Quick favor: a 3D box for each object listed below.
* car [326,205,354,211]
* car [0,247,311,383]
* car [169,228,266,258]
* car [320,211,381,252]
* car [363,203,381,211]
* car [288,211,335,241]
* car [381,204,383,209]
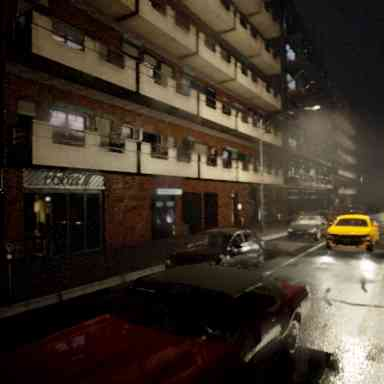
[{"bbox_3d":[13.070,2.059,29.201,2.192,1.841,5.009,-2,-2,33],"label":"car"},{"bbox_3d":[-0.041,1.723,4.080,1.895,1.301,4.718,-1,-2,33],"label":"car"},{"bbox_3d":[0.922,1.842,10.372,2.008,1.369,4.403,-2,-2,33],"label":"car"},{"bbox_3d":[7.936,1.891,16.259,1.882,1.535,5.008,-1,-2,33],"label":"car"},{"bbox_3d":[28.265,2.862,52.719,2.008,1.369,4.403,-2,-2,33],"label":"car"},{"bbox_3d":[6.998,2.068,19.782,2.008,1.369,4.403,-2,-2,33],"label":"car"},{"bbox_3d":[31.299,2.740,57.433,2.192,1.841,5.009,-2,-2,33],"label":"car"}]
